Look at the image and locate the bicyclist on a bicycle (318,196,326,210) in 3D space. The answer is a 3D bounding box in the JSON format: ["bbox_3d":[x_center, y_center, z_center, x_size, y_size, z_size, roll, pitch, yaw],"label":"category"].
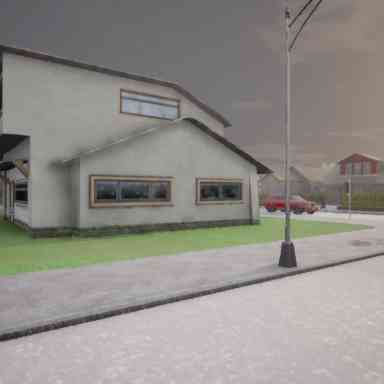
[{"bbox_3d":[15.762,1.349,40.277,1.656,1.620,0.582,0,0,-35],"label":"bicyclist on a bicycle"}]

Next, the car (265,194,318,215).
[{"bbox_3d":[9.991,1.221,33.899,2.150,2.045,5.566,0,0,-35],"label":"car"}]
